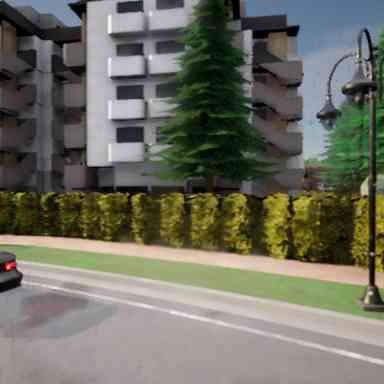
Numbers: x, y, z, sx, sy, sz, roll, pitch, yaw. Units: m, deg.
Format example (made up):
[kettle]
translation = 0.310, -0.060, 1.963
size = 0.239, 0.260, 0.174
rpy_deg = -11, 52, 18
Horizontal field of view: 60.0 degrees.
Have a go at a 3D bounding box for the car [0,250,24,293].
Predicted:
[car]
translation = -6.052, 1.480, 6.964
size = 5.357, 1.411, 2.033
rpy_deg = 0, 0, 24
